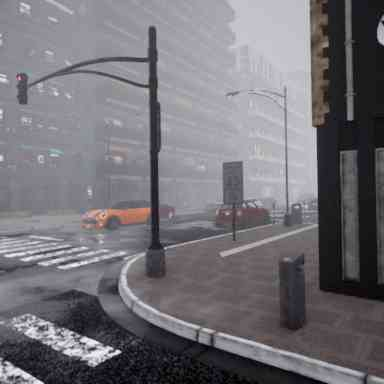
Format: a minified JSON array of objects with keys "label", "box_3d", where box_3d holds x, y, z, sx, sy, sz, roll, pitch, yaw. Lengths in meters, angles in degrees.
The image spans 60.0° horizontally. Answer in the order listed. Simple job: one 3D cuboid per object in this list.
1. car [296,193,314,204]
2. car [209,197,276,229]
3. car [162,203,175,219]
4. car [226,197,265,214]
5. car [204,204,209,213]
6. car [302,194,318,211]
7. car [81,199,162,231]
[{"label":"car","box_3d":[16.530,1.193,48.033,1.994,1.385,4.181,-1,0,36]},{"label":"car","box_3d":[3.079,1.198,19.695,1.967,1.590,4.097,-1,0,36]},{"label":"car","box_3d":[-3.135,1.454,25.735,1.887,1.381,4.507,-1,0,36]},{"label":"car","box_3d":[5.384,1.300,32.883,1.812,1.442,4.674,-1,0,36]},{"label":"car","box_3d":[2.885,1.379,33.848,2.008,1.369,4.403,-1,0,36]},{"label":"car","box_3d":[12.993,1.193,33.494,1.947,1.339,4.313,-1,0,36]},{"label":"car","box_3d":[-4.244,1.257,19.678,2.097,1.767,4.553,-1,0,36]}]
